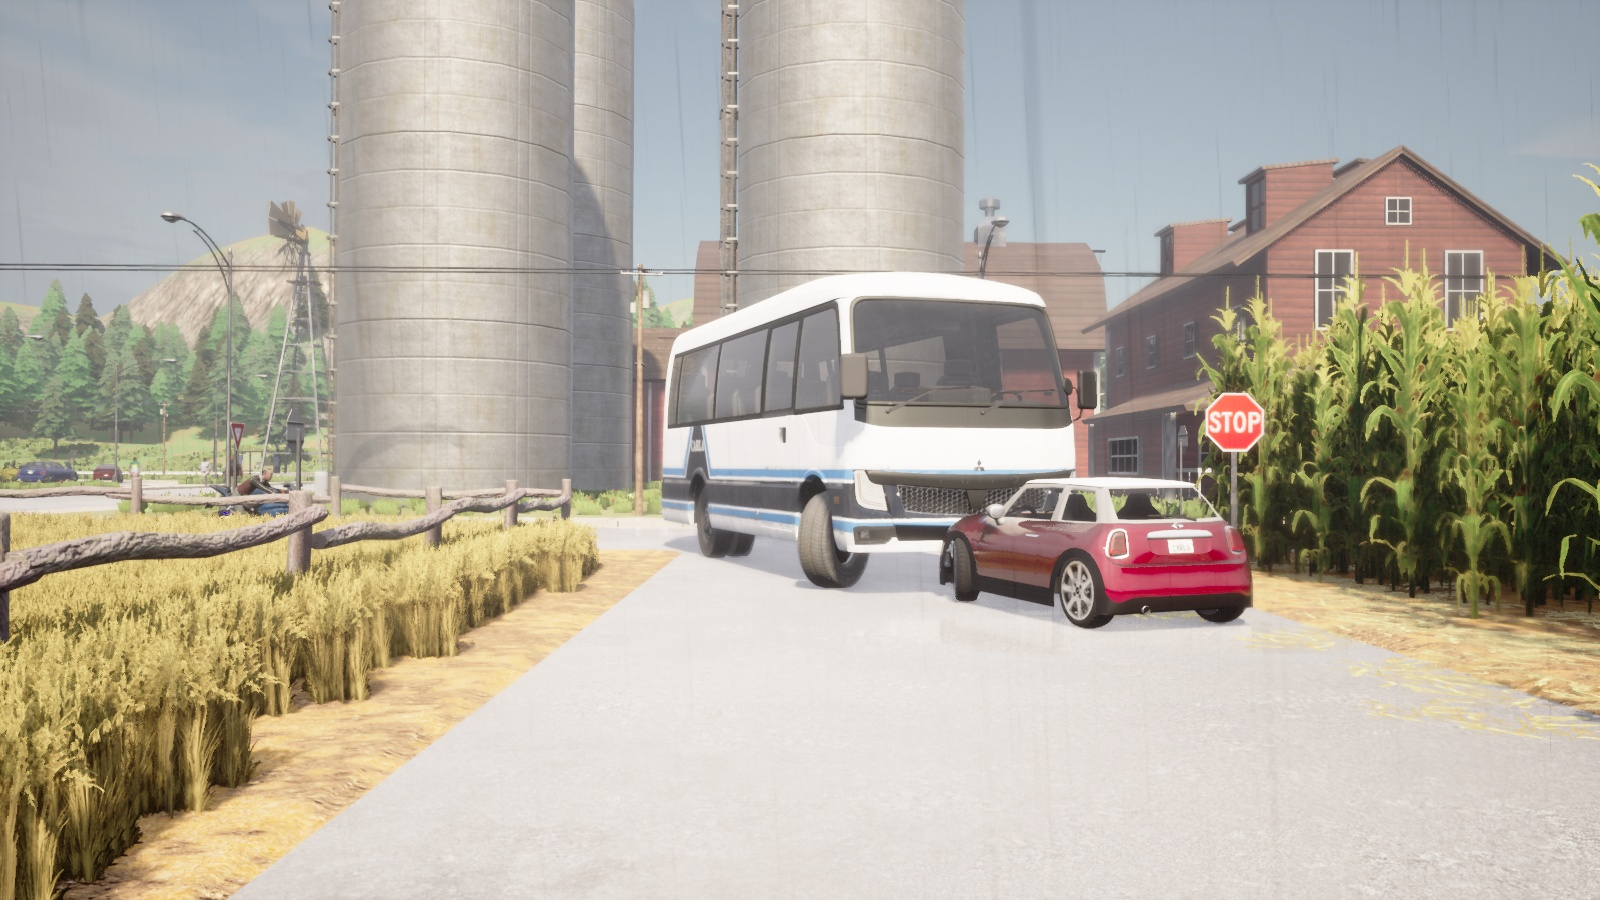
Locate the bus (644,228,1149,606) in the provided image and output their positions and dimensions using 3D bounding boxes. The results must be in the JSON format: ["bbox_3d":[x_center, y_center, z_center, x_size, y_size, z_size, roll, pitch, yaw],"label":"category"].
[{"bbox_3d":[0.668,-0.300,19.612,3.944,4.253,10.273,0,-1,-20],"label":"bus"}]

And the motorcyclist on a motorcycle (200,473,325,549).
[{"bbox_3d":[-11.014,1.241,25.760,2.191,1.530,0.866,0,-1,0],"label":"motorcyclist on a motorcycle"}]

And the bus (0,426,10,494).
[{"bbox_3d":[-52.457,0.617,75.000,3.944,4.253,10.273,0,0,1],"label":"bus"}]

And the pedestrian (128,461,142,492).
[{"bbox_3d":[-41.412,1.648,78.163,0.659,1.952,0.873,0,-1,-20],"label":"pedestrian"}]

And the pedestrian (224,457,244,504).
[{"bbox_3d":[-22.335,1.207,49.535,0.431,1.840,0.703,0,-1,3],"label":"pedestrian"}]

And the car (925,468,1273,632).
[{"bbox_3d":[3.103,0.969,13.890,1.970,1.475,3.806,-1,0,-20],"label":"car"}]

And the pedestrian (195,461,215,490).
[{"bbox_3d":[-38.467,1.671,81.202,0.874,1.855,0.900,0,-1,-1],"label":"pedestrian"}]
